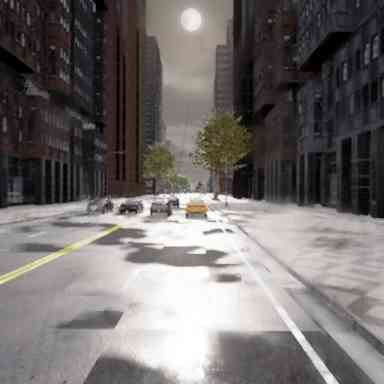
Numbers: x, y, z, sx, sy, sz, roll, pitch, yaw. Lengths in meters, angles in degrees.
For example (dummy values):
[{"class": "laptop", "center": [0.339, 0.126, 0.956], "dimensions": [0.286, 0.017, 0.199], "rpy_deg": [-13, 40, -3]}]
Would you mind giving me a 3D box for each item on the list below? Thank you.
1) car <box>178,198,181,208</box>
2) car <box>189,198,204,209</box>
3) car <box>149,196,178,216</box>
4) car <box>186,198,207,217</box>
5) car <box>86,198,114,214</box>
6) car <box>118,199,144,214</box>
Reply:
[{"class": "car", "center": [-2.647, 1.358, 46.060], "dimensions": [1.882, 1.535, 5.008], "rpy_deg": [0, 0, 1]}, {"class": "car", "center": [0.583, 1.495, 44.891], "dimensions": [1.895, 1.301, 4.718], "rpy_deg": [0, 0, 1]}, {"class": "car", "center": [-2.827, 1.407, 31.363], "dimensions": [2.128, 1.511, 4.902], "rpy_deg": [0, 0, 1]}, {"class": "car", "center": [0.416, 1.406, 31.074], "dimensions": [1.882, 1.535, 5.008], "rpy_deg": [0, 0, 1]}, {"class": "car", "center": [-9.352, 1.393, 34.194], "dimensions": [2.128, 1.511, 4.902], "rpy_deg": [0, 0, 1]}, {"class": "car", "center": [-6.102, 1.468, 34.158], "dimensions": [2.033, 1.411, 5.357], "rpy_deg": [0, 0, 1]}]
